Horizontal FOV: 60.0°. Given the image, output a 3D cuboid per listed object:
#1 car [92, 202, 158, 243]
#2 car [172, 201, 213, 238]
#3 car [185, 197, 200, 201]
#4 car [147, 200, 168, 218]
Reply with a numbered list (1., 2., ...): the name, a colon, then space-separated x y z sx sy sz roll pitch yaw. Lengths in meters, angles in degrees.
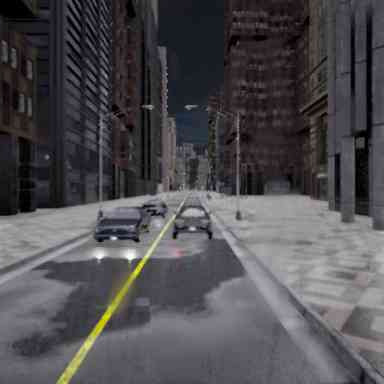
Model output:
1. car: -3.028 1.401 15.599 2.033 1.411 5.357 0 1 0
2. car: 0.038 1.371 16.491 1.812 1.442 4.674 0 1 0
3. car: 0.064 1.235 33.544 2.033 1.411 5.357 0 1 0
4. car: -3.011 1.313 26.805 1.994 1.385 4.181 0 1 0
